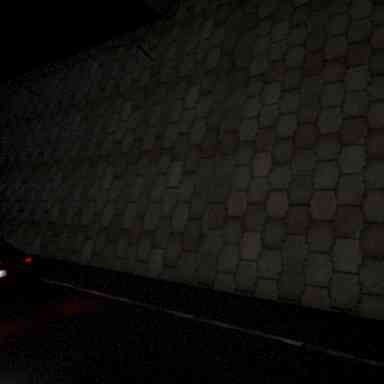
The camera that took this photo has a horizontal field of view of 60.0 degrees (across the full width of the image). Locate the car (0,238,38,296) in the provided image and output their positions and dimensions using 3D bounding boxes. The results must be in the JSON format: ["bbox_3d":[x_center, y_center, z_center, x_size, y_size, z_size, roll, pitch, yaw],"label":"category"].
[{"bbox_3d":[-5.485,1.616,7.770,4.181,1.385,1.994,0,0,35],"label":"car"}]
